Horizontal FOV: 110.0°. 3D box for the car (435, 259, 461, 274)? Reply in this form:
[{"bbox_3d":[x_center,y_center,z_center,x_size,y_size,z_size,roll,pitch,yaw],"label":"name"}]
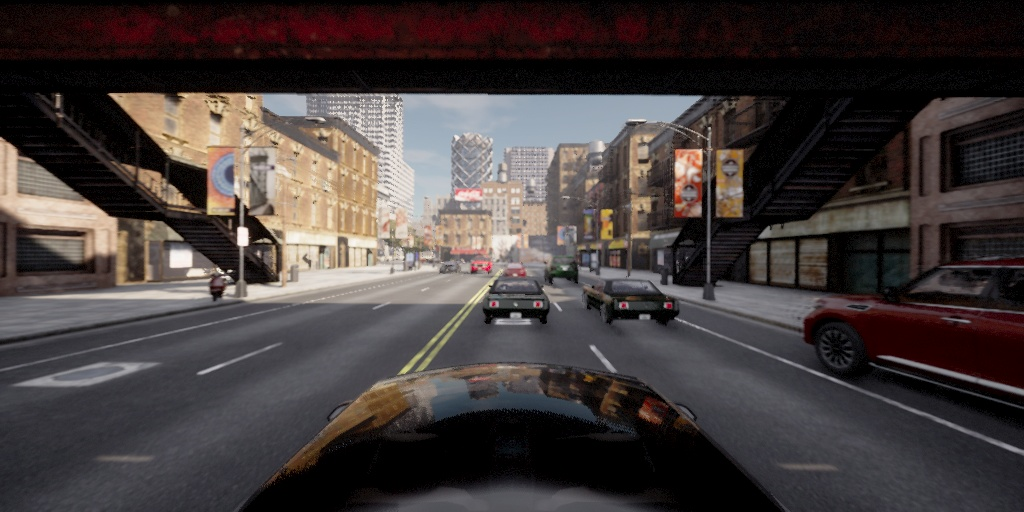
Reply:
[{"bbox_3d":[-6.899,1.293,40.362,1.994,1.385,4.181,0,0,0],"label":"car"}]

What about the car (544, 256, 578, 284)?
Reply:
[{"bbox_3d":[3.721,0.999,27.721,2.150,2.045,5.566,0,0,1],"label":"car"}]

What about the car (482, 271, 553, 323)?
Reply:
[{"bbox_3d":[0.133,1.355,12.086,1.895,1.301,4.718,0,0,1],"label":"car"}]

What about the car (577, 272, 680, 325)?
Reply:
[{"bbox_3d":[3.631,1.373,11.942,1.895,1.301,4.718,0,0,1],"label":"car"}]

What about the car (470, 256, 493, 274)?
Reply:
[{"bbox_3d":[-3.384,0.972,40.478,2.150,2.045,5.566,0,0,1],"label":"car"}]

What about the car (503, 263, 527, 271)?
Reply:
[{"bbox_3d":[0.232,1.287,29.751,1.812,1.442,4.674,0,0,0],"label":"car"}]
